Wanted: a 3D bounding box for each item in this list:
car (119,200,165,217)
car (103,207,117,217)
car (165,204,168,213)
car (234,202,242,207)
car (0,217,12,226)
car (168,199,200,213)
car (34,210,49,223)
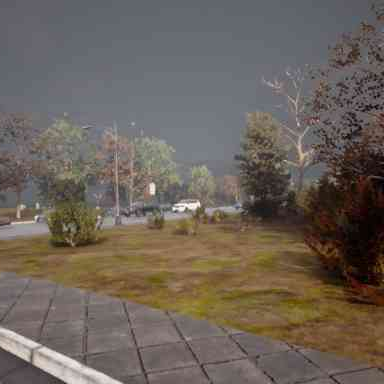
[{"bbox_3d":[-6.468,2.128,43.213,2.150,2.045,5.566,-3,-2,32],"label":"car"},{"bbox_3d":[-10.038,2.619,44.082,1.994,1.385,4.181,-3,-2,32],"label":"car"},{"bbox_3d":[-4.571,2.612,52.713,2.128,1.511,4.902,-3,-2,32],"label":"car"},{"bbox_3d":[9.582,2.480,61.678,2.033,1.411,5.357,-3,-2,33],"label":"car"},{"bbox_3d":[-17.333,2.391,26.337,2.033,1.411,5.357,-3,-2,34],"label":"car"},{"bbox_3d":[-0.787,2.197,52.165,2.150,2.045,5.566,-3,-2,33],"label":"car"},{"bbox_3d":[-14.853,2.510,36.486,2.128,1.511,4.902,-3,-2,33],"label":"car"}]
